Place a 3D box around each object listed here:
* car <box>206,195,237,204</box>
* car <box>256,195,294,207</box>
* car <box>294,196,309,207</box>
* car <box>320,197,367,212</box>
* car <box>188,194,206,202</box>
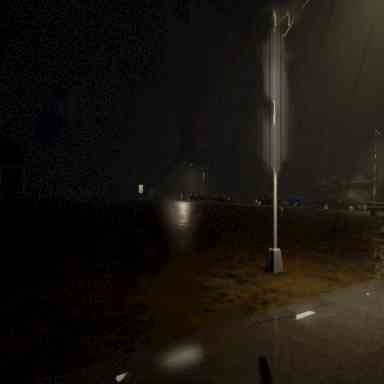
[{"bbox_3d":[4.891,1.171,52.417,1.895,1.301,4.718,2,-1,-35],"label":"car"},{"bbox_3d":[10.653,1.174,44.268,1.837,1.490,4.892,2,0,-35],"label":"car"},{"bbox_3d":[13.776,1.253,46.250,1.882,1.535,5.008,2,-1,-35],"label":"car"},{"bbox_3d":[16.400,1.290,36.148,1.837,1.490,4.892,2,0,-35],"label":"car"},{"bbox_3d":[1.015,1.087,64.130,1.837,1.490,4.892,2,0,-35],"label":"car"}]
